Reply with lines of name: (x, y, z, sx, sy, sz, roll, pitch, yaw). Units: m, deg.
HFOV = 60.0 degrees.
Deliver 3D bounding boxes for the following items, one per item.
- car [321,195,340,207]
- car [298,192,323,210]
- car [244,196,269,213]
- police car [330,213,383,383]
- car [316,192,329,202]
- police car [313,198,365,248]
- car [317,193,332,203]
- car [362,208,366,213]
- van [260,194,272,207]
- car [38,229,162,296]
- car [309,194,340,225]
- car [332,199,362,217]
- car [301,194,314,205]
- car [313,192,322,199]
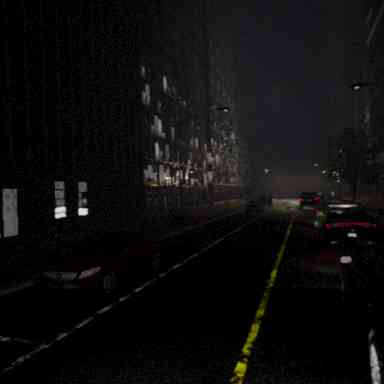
car: (18.336, 1.154, 44.255, 2.008, 1.369, 4.403, -2, 0, 18)
car: (13.853, 0.961, 39.322, 2.150, 2.045, 5.566, -2, 0, 19)
car: (6.794, 1.524, 36.106, 2.008, 1.369, 4.403, -2, 0, 18)
police car: (3.234, 1.339, 4.585, 1.930, 1.638, 5.238, -2, 0, 18)
car: (23.728, 0.923, 60.458, 1.967, 1.590, 4.097, -2, 0, 18)
police car: (6.394, 1.283, 14.073, 1.930, 1.638, 5.238, -2, 0, 18)
car: (21.930, 0.963, 55.058, 1.967, 1.590, 4.097, -2, 0, 18)
car: (7.545, 1.386, 11.851, 1.802, 1.307, 4.206, -2, 0, 18)
van: (10.385, 1.241, 46.908, 1.690, 1.788, 3.998, -2, 0, 18)
car: (-2.199, 1.715, 9.101, 1.802, 1.307, 4.206, -2, 0, 18)
car: (8.242, 1.177, 19.634, 2.097, 1.767, 4.553, -2, 0, 18)
car: (12.941, 1.291, 28.053, 1.802, 1.307, 4.206, -2, 0, 18)
car: (18.387, 1.146, 52.925, 1.837, 1.490, 4.892, -2, 0, 18)
car: (30.925, 0.858, 82.061, 1.887, 1.381, 4.507, -2, 0, 18)
